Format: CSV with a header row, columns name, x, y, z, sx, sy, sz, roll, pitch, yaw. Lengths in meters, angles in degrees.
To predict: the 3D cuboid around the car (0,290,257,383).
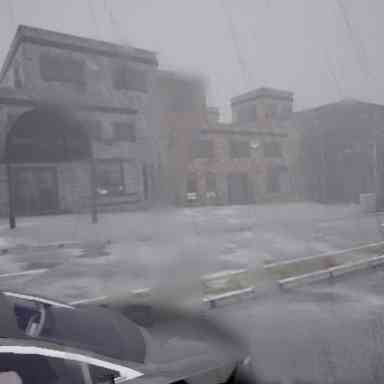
name,x,y,z,sx,sy,sz,roll,pitch,yaw
car,-1.639,1.491,2.271,4.902,1.511,2.128,0,0,-35
